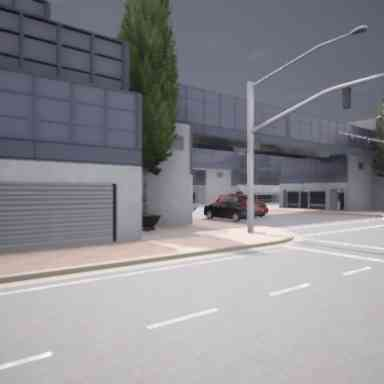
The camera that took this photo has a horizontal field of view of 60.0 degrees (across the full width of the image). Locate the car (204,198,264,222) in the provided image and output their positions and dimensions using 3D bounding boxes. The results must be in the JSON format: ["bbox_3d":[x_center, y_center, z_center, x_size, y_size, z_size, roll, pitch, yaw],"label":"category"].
[{"bbox_3d":[3.016,1.484,26.677,1.882,1.535,5.008,0,0,-37],"label":"car"}]

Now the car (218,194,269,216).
[{"bbox_3d":[4.455,1.229,30.638,2.150,2.045,5.566,0,0,-35],"label":"car"}]

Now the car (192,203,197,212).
[{"bbox_3d":[-1.377,1.500,38.421,2.128,1.511,4.902,0,0,-37],"label":"car"}]
